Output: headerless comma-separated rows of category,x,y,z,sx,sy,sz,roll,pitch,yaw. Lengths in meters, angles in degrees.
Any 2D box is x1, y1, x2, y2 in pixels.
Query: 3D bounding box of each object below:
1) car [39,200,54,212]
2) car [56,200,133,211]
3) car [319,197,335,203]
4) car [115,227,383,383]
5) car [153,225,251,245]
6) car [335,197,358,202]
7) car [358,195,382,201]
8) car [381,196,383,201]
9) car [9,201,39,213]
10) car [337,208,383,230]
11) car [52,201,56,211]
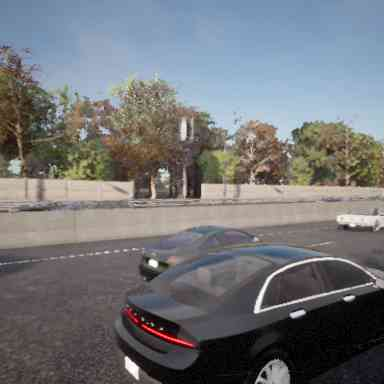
car,-9.335,1.549,27.435,5.357,1.411,2.033,0,0,-36
car,-5.894,1.352,21.290,4.553,1.767,2.097,0,0,-36
car,22.790,1.499,54.616,4.902,1.511,2.128,0,0,-35
car,1.375,1.503,4.735,4.892,1.490,1.837,0,0,-36
car,0.771,1.562,8.598,4.181,1.385,1.994,0,0,-36
car,24.874,1.607,51.803,4.718,1.301,1.895,0,0,-35
car,27.159,1.358,49.143,4.553,1.767,2.097,0,0,-35
car,28.439,1.567,45.769,4.181,1.385,1.994,0,0,-35
car,-13.146,1.494,29.012,4.902,1.511,2.128,0,0,-36
car,10.911,1.591,20.144,4.718,1.301,1.895,0,0,-36
car,-7.641,1.564,24.342,4.181,1.385,1.994,0,0,-36
